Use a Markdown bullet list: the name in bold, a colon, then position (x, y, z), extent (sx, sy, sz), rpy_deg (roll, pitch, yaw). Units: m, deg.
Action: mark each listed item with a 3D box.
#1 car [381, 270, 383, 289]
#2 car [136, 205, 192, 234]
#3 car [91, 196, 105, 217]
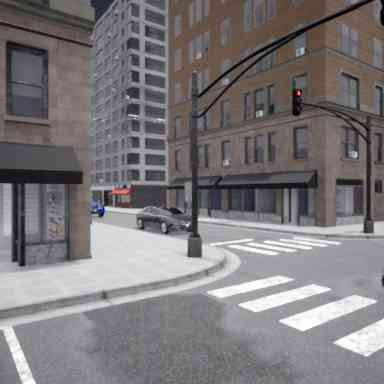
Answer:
- **car**: position (6.101, 1.525, 7.413), extent (4.674, 1.442, 1.812), rpy_deg (0, 0, -35)
- **car**: position (-1.660, 1.570, 19.844), extent (1.837, 1.490, 4.892), rpy_deg (0, 0, -35)
- **car**: position (-10.204, 1.353, 31.841), extent (2.150, 2.045, 5.566), rpy_deg (0, 0, -35)
